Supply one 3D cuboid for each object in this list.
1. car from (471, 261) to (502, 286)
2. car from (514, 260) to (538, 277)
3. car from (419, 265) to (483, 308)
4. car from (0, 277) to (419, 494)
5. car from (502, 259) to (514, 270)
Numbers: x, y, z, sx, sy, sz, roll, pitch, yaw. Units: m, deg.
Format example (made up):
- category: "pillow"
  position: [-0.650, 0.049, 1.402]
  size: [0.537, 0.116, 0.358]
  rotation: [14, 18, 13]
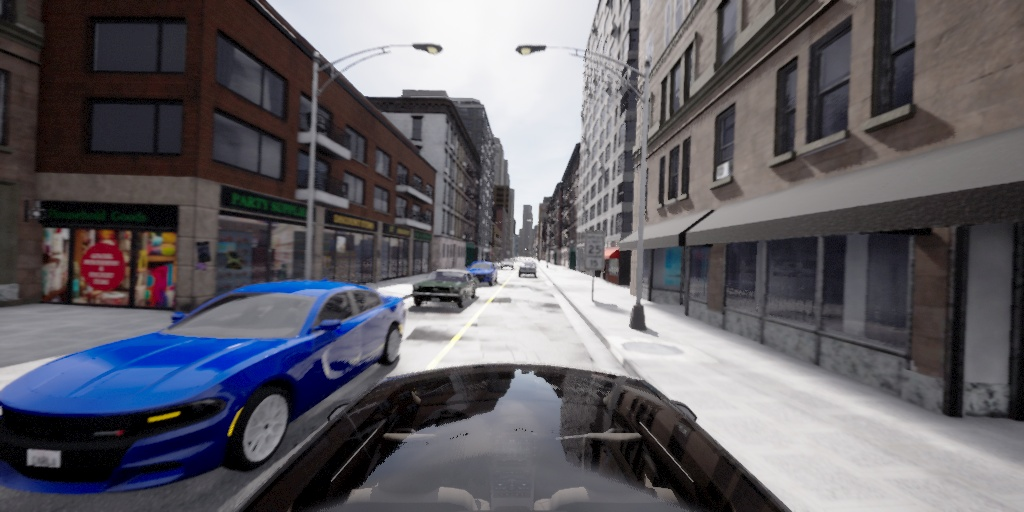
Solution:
- category: "car"
  position: [-2.090, 1.122, 24.969]
  size: [1.882, 1.535, 5.008]
  rotation: [2, 0, 3]
- category: "car"
  position: [1.592, 1.325, 36.178]
  size: [2.033, 1.411, 5.357]
  rotation: [2, 0, 3]
- category: "car"
  position: [-2.589, 1.236, 14.838]
  size: [1.895, 1.301, 4.718]
  rotation: [2, 0, 3]
- category: "car"
  position: [-3.055, 1.105, 4.932]
  size: [1.882, 1.535, 5.008]
  rotation: [2, 0, 3]
- category: "car"
  position: [-0.719, 1.115, 51.891]
  size: [1.812, 1.442, 4.674]
  rotation: [2, 0, 3]
